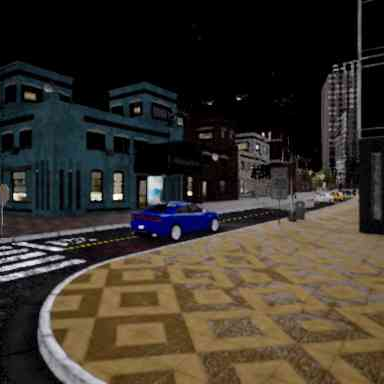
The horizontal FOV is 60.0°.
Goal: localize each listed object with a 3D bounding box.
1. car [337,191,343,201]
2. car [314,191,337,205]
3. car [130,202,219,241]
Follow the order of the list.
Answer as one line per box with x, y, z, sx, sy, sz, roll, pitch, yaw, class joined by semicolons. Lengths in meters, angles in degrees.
21.410;0.543;49.760;1.882;1.535;5.008;0;1;30;car
16.267;0.753;40.989;1.812;1.442;4.674;0;1;31;car
-0.585;1.179;15.005;1.882;1.535;5.008;0;1;35;car
